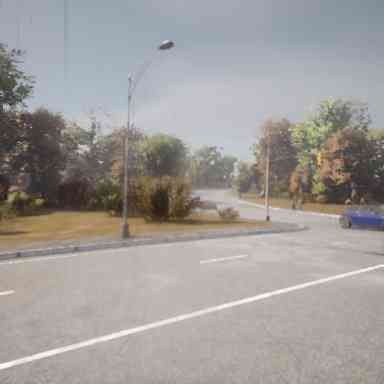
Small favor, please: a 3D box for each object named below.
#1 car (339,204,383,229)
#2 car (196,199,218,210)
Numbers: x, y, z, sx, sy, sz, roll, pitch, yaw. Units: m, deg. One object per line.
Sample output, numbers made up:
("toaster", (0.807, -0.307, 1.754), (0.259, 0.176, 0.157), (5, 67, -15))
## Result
("car", (12.315, 1.653, 22.133), (2.097, 1.767, 4.553), (2, -1, -31))
("car", (2.010, 1.722, 45.548), (1.994, 1.385, 4.181), (2, 1, -18))
